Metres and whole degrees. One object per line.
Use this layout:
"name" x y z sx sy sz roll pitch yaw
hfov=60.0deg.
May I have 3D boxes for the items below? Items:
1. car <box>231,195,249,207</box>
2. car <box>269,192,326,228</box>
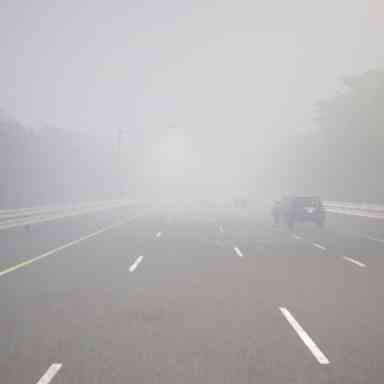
"car" 6.983 1.495 49.894 1.882 1.535 5.008 0 0 0
"car" 6.992 1.224 22.269 2.150 2.045 5.566 0 0 0
